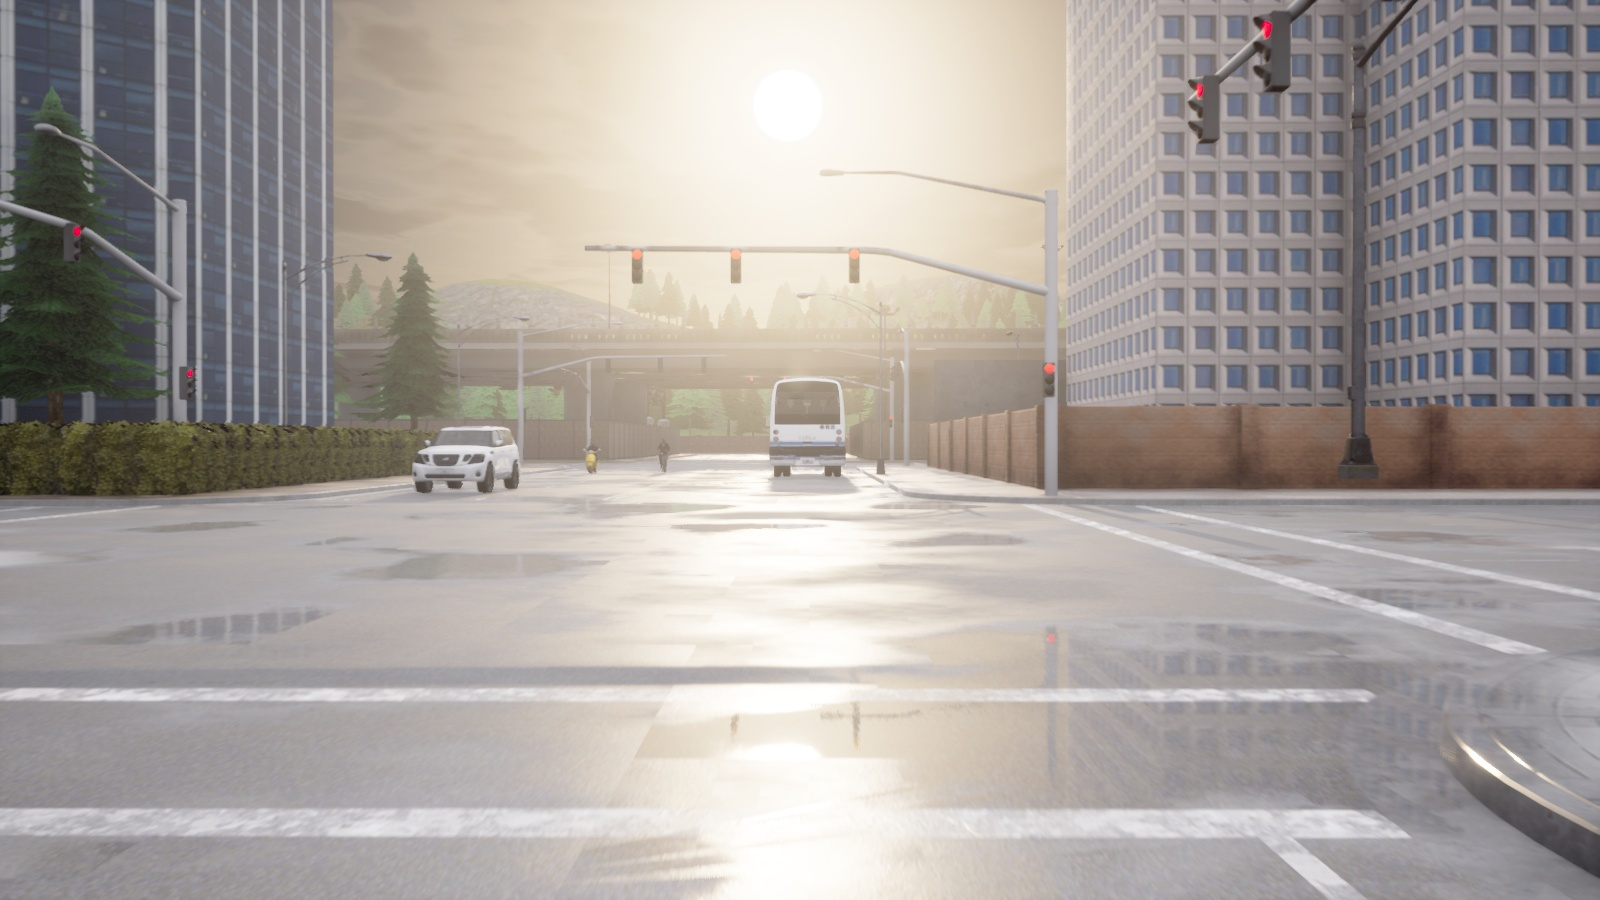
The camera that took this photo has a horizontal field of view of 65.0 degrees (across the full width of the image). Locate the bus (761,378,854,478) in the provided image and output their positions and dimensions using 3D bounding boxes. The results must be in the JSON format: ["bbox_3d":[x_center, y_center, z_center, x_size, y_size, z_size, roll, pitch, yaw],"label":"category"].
[{"bbox_3d":[0.349,-0.963,58.502,3.944,4.253,10.273,0,0,0],"label":"bus"}]

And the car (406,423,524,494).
[{"bbox_3d":[-10.263,0.235,38.966,2.150,2.045,5.566,0,0,0],"label":"car"}]

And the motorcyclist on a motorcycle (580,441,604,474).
[{"bbox_3d":[-10.137,0.343,61.187,0.866,1.590,1.817,0,0,0],"label":"motorcyclist on a motorcycle"}]
